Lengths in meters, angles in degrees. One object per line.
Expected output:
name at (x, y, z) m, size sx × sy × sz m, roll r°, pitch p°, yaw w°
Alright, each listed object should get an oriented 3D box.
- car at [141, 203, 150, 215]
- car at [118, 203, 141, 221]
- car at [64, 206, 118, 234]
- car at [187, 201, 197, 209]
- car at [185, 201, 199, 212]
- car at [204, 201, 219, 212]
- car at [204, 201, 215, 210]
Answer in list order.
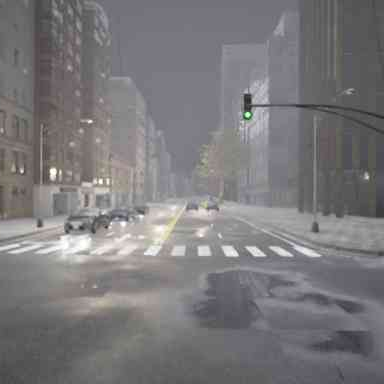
car at (-6.580, 2.125, 42.404) m, size 2.033 × 1.411 × 5.357 m, roll 0°, pitch -1°, yaw 1°
car at (-6.588, 1.970, 31.857) m, size 2.033 × 1.411 × 5.357 m, roll 0°, pitch -1°, yaw 0°
car at (-6.586, 1.759, 21.379) m, size 2.128 × 1.511 × 4.902 m, roll 0°, pitch -1°, yaw 0°
car at (0.004, 2.402, 62.009) m, size 1.837 × 1.490 × 4.892 m, roll 0°, pitch -1°, yaw 0°
car at (0.004, 2.243, 51.589) m, size 2.128 × 1.511 × 4.902 m, roll 0°, pitch -1°, yaw 0°
car at (3.254, 2.303, 52.005) m, size 1.812 × 1.442 × 4.674 m, roll 0°, pitch -1°, yaw 0°
car at (3.254, 2.396, 62.010) m, size 1.882 × 1.535 × 5.008 m, roll 0°, pitch -1°, yaw 0°
